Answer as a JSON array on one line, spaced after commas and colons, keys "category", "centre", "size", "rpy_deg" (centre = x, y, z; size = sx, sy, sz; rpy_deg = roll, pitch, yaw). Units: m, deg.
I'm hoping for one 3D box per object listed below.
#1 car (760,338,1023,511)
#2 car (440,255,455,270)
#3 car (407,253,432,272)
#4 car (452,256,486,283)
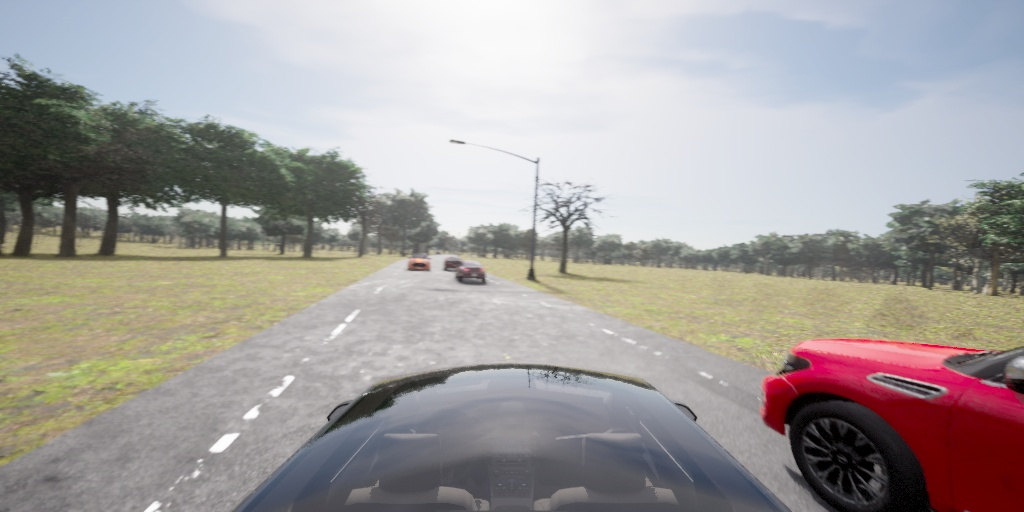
[{"category": "car", "centre": [4.236, 1.227, 1.576], "size": [2.150, 2.045, 5.566], "rpy_deg": [3, 0, -14]}, {"category": "car", "centre": [-6.426, 0.747, 39.010], "size": [1.882, 1.535, 5.008], "rpy_deg": [3, 0, -14]}, {"category": "car", "centre": [-8.818, 0.490, 34.220], "size": [2.097, 1.767, 4.553], "rpy_deg": [3, 0, -14]}, {"category": "car", "centre": [-2.993, 1.031, 25.658], "size": [1.812, 1.442, 4.674], "rpy_deg": [3, 0, -14]}]
